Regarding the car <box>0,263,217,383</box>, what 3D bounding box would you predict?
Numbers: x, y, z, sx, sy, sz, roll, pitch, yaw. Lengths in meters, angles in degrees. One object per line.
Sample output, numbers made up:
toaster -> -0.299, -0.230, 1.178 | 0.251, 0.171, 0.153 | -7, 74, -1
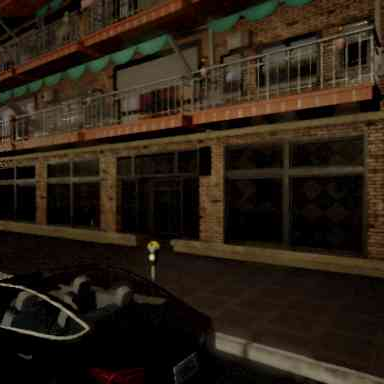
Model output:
car -> -1.740, 1.587, 4.102 | 4.313, 1.339, 1.947 | 0, 0, 35
